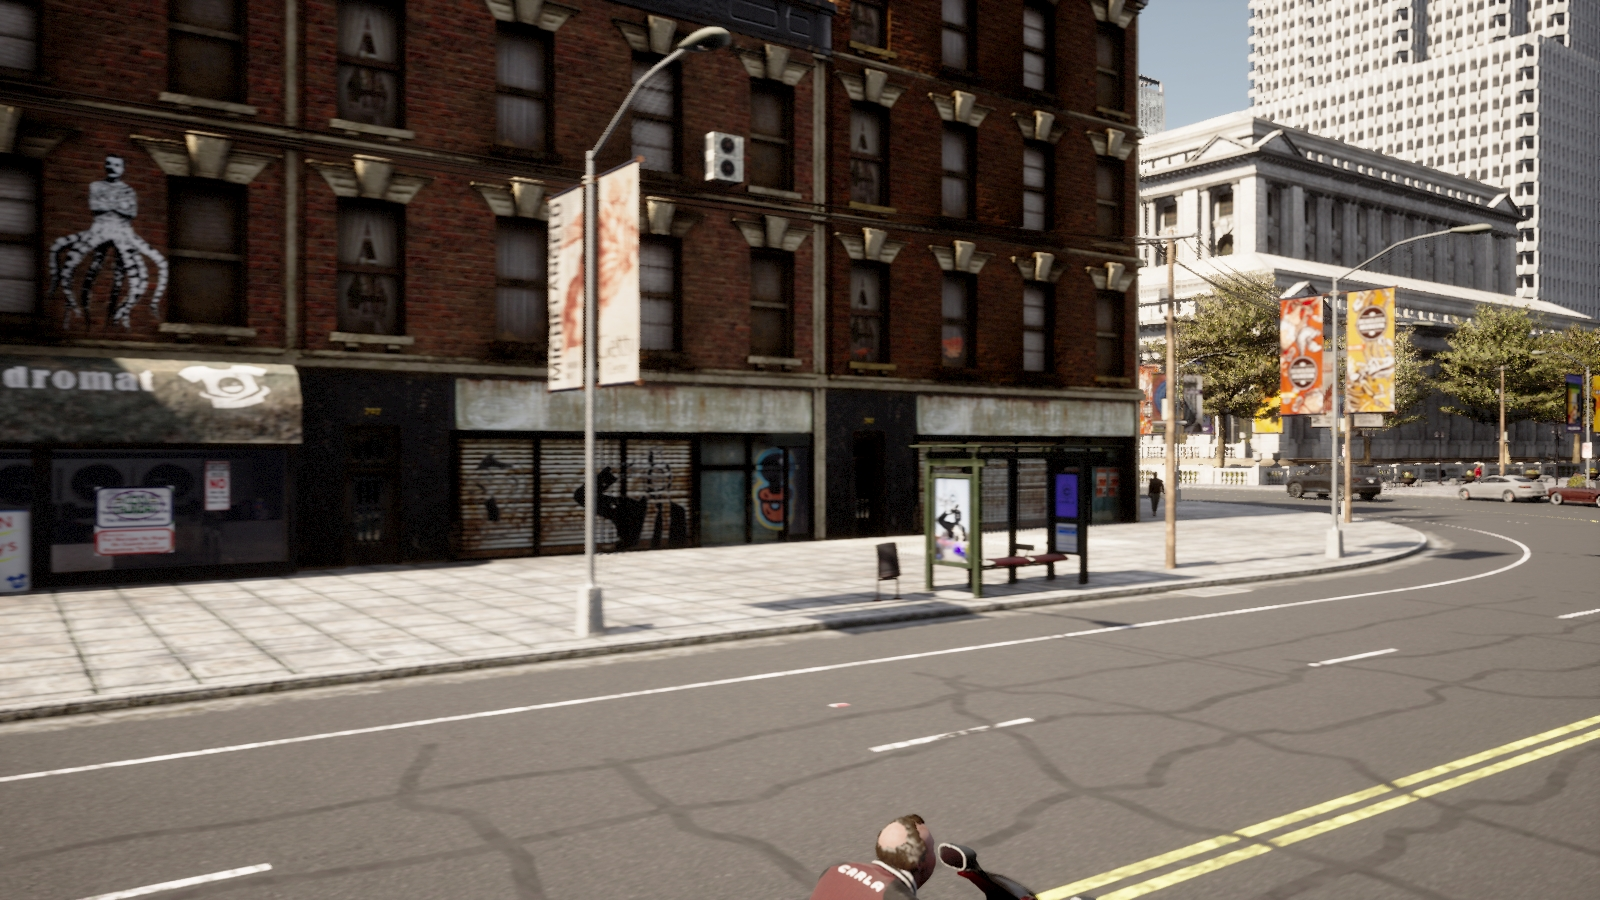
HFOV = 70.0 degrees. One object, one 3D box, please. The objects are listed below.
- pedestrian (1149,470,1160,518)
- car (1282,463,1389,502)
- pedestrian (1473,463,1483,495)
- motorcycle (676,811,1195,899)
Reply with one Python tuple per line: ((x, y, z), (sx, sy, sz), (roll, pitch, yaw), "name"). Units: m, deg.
((13.777, 1.697, 44.370), (0.375, 1.860, 0.375), (0, 0, 13), "pedestrian")
((30.031, 1.780, 64.289), (2.150, 2.045, 5.566), (0, 0, -19), "car")
((39.950, 1.698, 67.307), (0.375, 1.860, 0.375), (0, 0, -28), "pedestrian")
((0.329, 2.205, 4.014), (2.209, 1.251, 0.867), (0, 0, -35), "motorcycle")
